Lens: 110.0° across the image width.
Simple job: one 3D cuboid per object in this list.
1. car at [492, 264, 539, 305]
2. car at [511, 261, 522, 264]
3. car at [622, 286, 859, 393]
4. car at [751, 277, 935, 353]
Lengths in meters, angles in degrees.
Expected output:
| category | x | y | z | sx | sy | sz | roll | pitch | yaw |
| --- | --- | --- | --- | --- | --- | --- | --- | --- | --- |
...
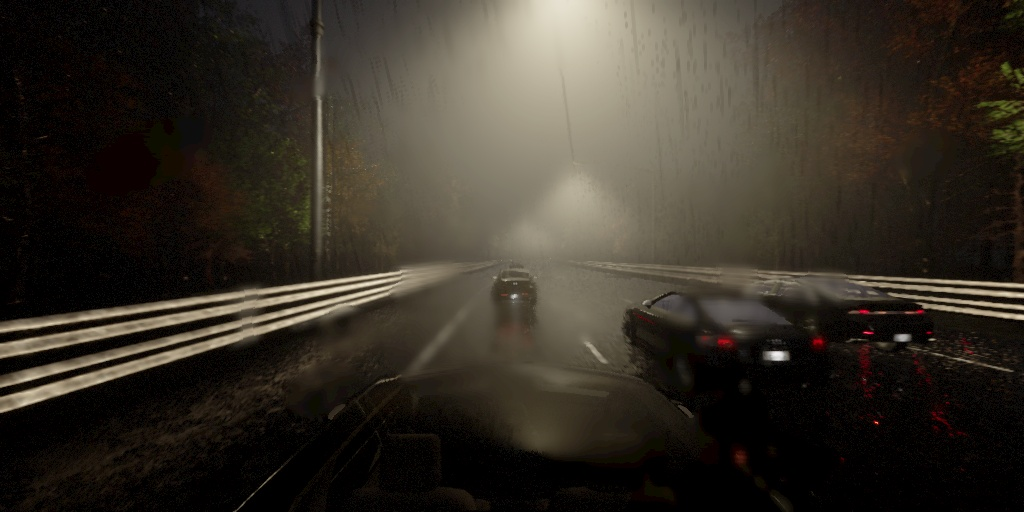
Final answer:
| category | x | y | z | sx | sy | sz | roll | pitch | yaw |
| --- | --- | --- | --- | --- | --- | --- | --- | --- | --- |
| car | 0.150 | 1.316 | 16.308 | 1.837 | 1.490 | 4.892 | 0 | 0 | 0 |
| car | 0.649 | 1.440 | 50.304 | 2.128 | 1.511 | 4.902 | 0 | 0 | 1 |
| car | 3.608 | 1.338 | 6.884 | 1.994 | 1.385 | 4.181 | 0 | 0 | 0 |
| car | 7.112 | 1.277 | 8.944 | 2.128 | 1.511 | 4.902 | 0 | 0 | 0 |
